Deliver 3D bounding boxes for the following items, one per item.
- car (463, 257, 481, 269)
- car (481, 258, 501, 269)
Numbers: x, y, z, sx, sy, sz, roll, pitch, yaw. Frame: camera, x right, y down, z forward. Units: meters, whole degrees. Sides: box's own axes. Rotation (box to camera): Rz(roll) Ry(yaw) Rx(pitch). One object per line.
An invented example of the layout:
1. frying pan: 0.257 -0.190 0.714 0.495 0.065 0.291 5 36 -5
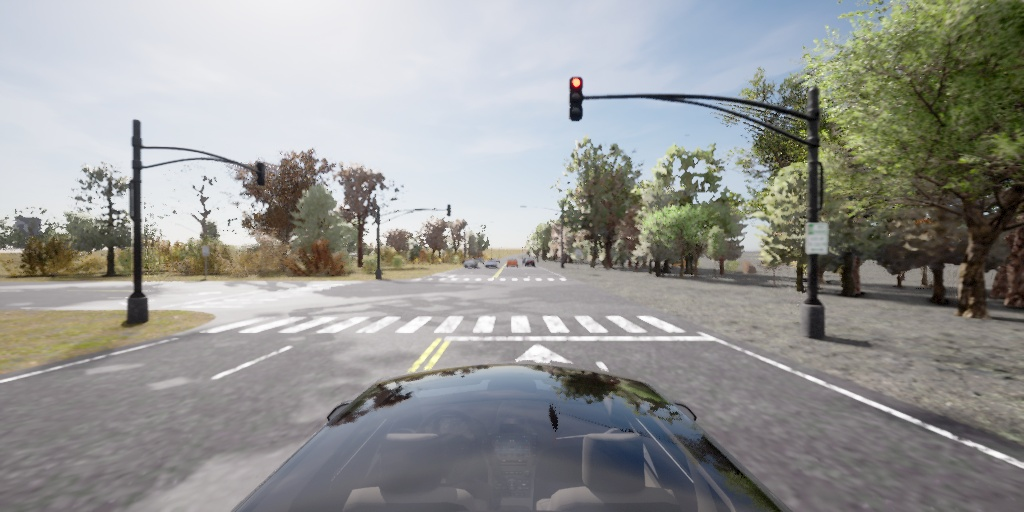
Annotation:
1. car: -6.556 1.265 57.039 2.128 1.511 4.902 0 0 0
2. car: -3.306 1.321 57.070 2.033 1.411 5.357 0 0 0
